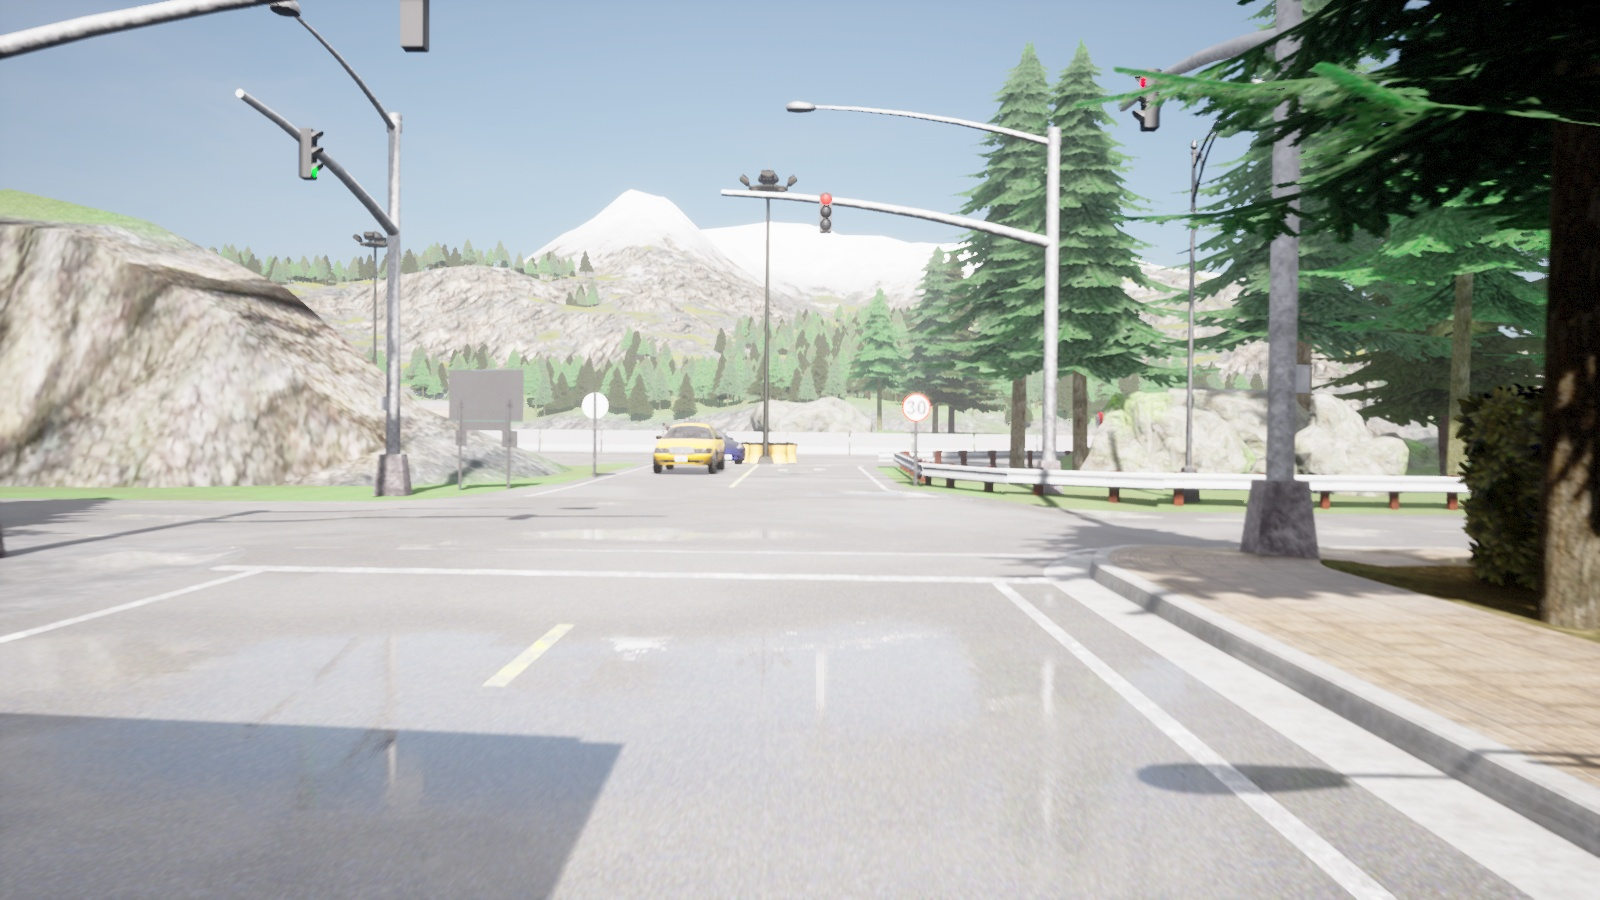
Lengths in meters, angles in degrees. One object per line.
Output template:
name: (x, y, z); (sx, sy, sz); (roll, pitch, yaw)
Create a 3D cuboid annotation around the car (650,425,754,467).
car: (-3.797, -0.132, 47.701); (2.163, 1.488, 4.792); (1, 0, -28)

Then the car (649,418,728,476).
car: (-3.237, -0.144, 37.381); (1.801, 1.575, 5.366); (1, 1, 1)
